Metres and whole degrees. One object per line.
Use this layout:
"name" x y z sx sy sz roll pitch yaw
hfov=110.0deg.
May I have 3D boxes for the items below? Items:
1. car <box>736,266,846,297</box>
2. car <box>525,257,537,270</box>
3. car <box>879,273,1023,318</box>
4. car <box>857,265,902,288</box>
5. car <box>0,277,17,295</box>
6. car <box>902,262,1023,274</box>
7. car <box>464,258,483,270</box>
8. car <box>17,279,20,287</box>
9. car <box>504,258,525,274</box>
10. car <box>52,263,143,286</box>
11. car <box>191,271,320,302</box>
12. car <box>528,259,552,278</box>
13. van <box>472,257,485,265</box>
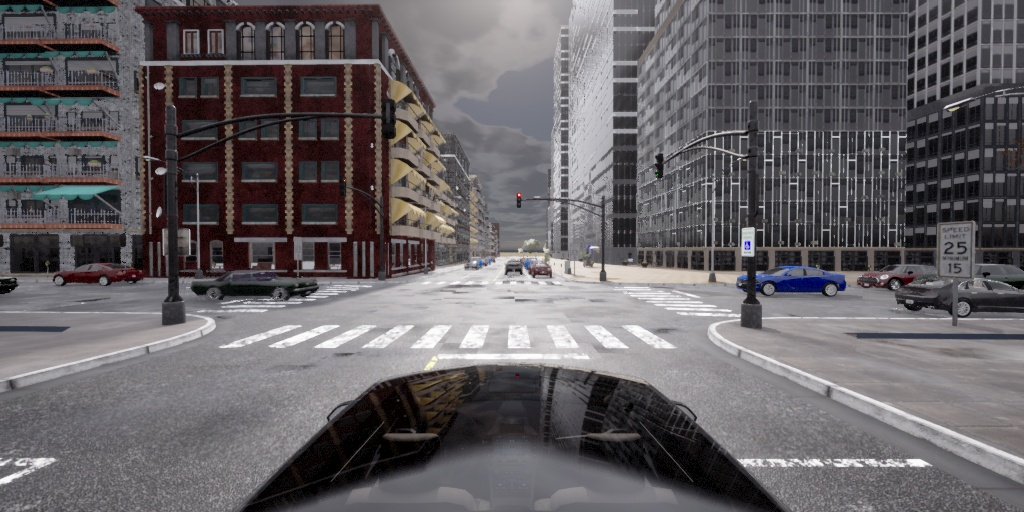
"car" 14.686 1.270 19.046 5.008 1.535 1.882 0 1 2
"car" 2.744 1.159 39.086 1.967 1.591 4.097 0 0 0
"car" 16.741 1.445 13.100 4.403 1.370 2.007 0 0 1
"car" 23.420 1.230 21.632 4.097 1.591 1.967 0 0 1
"car" -22.596 1.259 13.732 4.507 1.381 1.888 0 0 1
"car" 24.146 1.188 18.886 4.553 1.767 2.097 0 1 1
"car" -5.578 1.269 50.364 1.948 1.339 4.313 0 0 0
"car" -26.054 1.257 16.496 4.718 1.301 1.895 0 1 1
"car" 0.193 1.223 39.568 1.837 1.490 4.892 0 0 0
"car" -25.809 1.110 22.397 4.507 1.381 1.888 0 0 1
"car" -11.446 1.325 16.265 4.718 1.301 1.895 0 1 1
"car" 2.731 1.271 33.440 1.888 1.381 4.507 0 0 0
"van" -5.565 1.036 56.010 1.690 1.789 3.998 0 0 0
